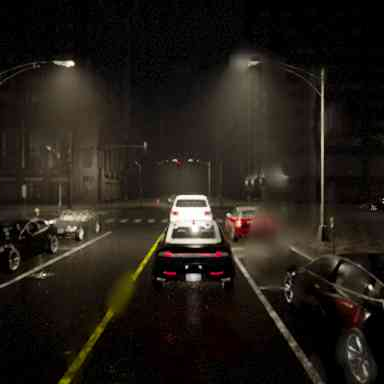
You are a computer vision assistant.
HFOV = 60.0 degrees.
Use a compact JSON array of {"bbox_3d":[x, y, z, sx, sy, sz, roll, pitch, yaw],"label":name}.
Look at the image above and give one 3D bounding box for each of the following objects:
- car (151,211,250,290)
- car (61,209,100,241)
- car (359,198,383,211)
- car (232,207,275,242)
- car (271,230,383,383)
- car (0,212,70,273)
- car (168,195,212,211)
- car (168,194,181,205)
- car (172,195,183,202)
[{"bbox_3d":[0.043,1.487,9.064,2.128,1.511,4.902,0,0,0],"label":"car"},{"bbox_3d":[-5.801,1.543,16.315,2.008,1.369,4.403,0,0,0],"label":"car"},{"bbox_3d":[21.756,1.426,38.008,4.892,1.490,1.837,0,0,0],"label":"car"},{"bbox_3d":[2.723,1.432,16.338,1.967,1.590,4.097,0,0,0],"label":"car"},{"bbox_3d":[2.752,1.563,5.066,1.947,1.339,4.313,0,0,0],"label":"car"},{"bbox_3d":[-5.787,1.560,10.678,1.947,1.339,4.313,0,0,0],"label":"car"},{"bbox_3d":[-0.041,1.213,18.985,2.150,2.045,5.566,0,0,0],"label":"car"},{"bbox_3d":[-3.203,1.346,60.221,2.097,1.767,4.553,0,0,0],"label":"car"},{"bbox_3d":[-3.236,1.531,75.073,2.128,1.511,4.902,0,0,0],"label":"car"}]
